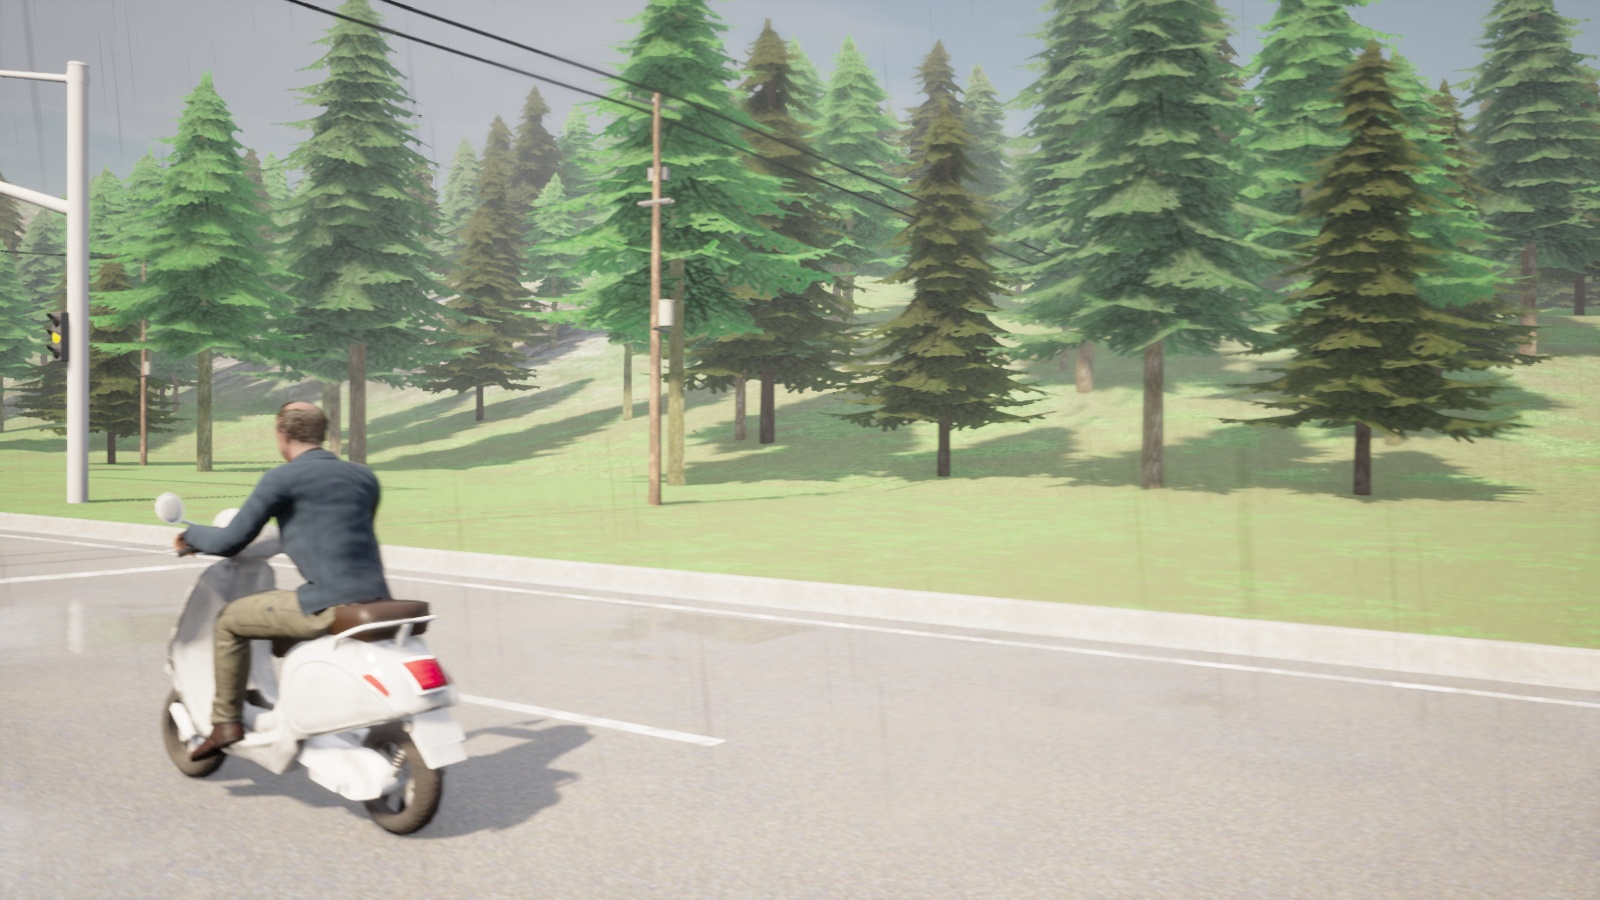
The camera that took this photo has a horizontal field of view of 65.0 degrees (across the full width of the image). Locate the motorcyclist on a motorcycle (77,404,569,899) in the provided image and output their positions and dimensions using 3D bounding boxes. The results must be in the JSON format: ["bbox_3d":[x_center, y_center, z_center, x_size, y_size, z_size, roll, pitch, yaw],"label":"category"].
[{"bbox_3d":[-1.876,0.641,4.867,1.817,1.590,0.866,0,1,34],"label":"motorcyclist on a motorcycle"}]
